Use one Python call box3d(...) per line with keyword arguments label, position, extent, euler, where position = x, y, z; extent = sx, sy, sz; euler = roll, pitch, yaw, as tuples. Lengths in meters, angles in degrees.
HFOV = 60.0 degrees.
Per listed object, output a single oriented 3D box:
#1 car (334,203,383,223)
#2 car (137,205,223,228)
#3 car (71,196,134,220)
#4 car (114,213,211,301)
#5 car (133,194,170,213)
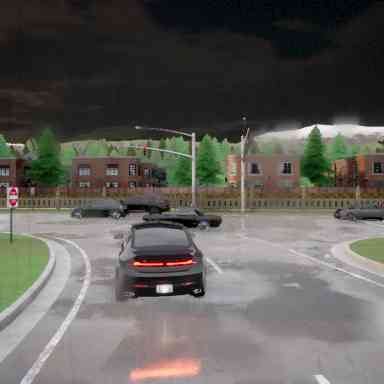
box3d(label="car", position=(13.086, 1.564, 25.236), extent=(4.181, 1.385, 1.994), euler=(0, 0, 6))
box3d(label="car", position=(-0.560, 1.601, 19.625), extent=(4.718, 1.301, 1.895), euler=(0, 0, 6))
box3d(label="car", position=(-7.532, 1.352, 27.393), extent=(4.553, 1.767, 2.097), euler=(0, 0, 6))
box3d(label="car", position=(-0.888, 1.505, 8.418), extent=(1.837, 1.490, 4.892), euler=(0, 0, -9))
box3d(label="car", position=(-4.765, 1.221, 30.623), extent=(5.566, 2.045, 2.150), euler=(0, 0, 6))
